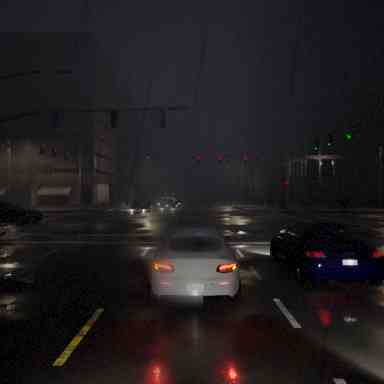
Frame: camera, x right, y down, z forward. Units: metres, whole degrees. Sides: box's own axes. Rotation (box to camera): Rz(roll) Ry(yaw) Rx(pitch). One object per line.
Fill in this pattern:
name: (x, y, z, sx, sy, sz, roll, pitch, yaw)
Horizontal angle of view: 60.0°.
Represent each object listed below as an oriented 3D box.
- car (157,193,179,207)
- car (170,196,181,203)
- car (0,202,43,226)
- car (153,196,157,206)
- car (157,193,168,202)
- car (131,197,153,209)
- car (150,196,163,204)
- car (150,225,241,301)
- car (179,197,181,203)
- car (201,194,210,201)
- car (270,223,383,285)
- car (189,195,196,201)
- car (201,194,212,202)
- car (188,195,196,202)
car: (-3.557, 1.222, 50.588, 2.150, 2.045, 5.566, 0, 0, 0)
car: (-3.458, 1.553, 70.428, 1.994, 1.385, 4.181, 0, 0, 0)
car: (-12.590, 1.428, 22.251, 5.008, 1.535, 1.882, 0, 0, 1)
car: (-7.053, 1.547, 55.869, 2.033, 1.411, 5.357, 0, 0, 0)
car: (-6.952, 1.217, 79.433, 2.150, 2.045, 5.566, 0, 0, 0)
car: (-7.095, 1.478, 46.105, 1.882, 1.535, 5.008, 0, 0, 1)
car: (-6.989, 1.564, 66.183, 1.994, 1.385, 4.181, 0, 0, 1)
car: (0.075, 1.526, 8.171, 1.812, 1.442, 4.674, 0, 0, 0)
car: (-3.534, 1.478, 60.591, 1.882, 1.535, 5.008, 0, 0, 0)
car: (3.552, 1.316, 86.961, 2.097, 1.767, 4.553, 0, 0, 0)
car: (3.584, 1.564, 9.538, 1.994, 1.385, 4.181, 0, 0, 0)
car: (0.052, 1.493, 87.208, 1.812, 1.442, 4.674, 0, 0, 0)
car: (3.547, 1.546, 78.436, 1.994, 1.385, 4.181, 0, 0, 0)
car: (0.047, 1.518, 77.881, 2.128, 1.511, 4.902, 0, 0, 0)
